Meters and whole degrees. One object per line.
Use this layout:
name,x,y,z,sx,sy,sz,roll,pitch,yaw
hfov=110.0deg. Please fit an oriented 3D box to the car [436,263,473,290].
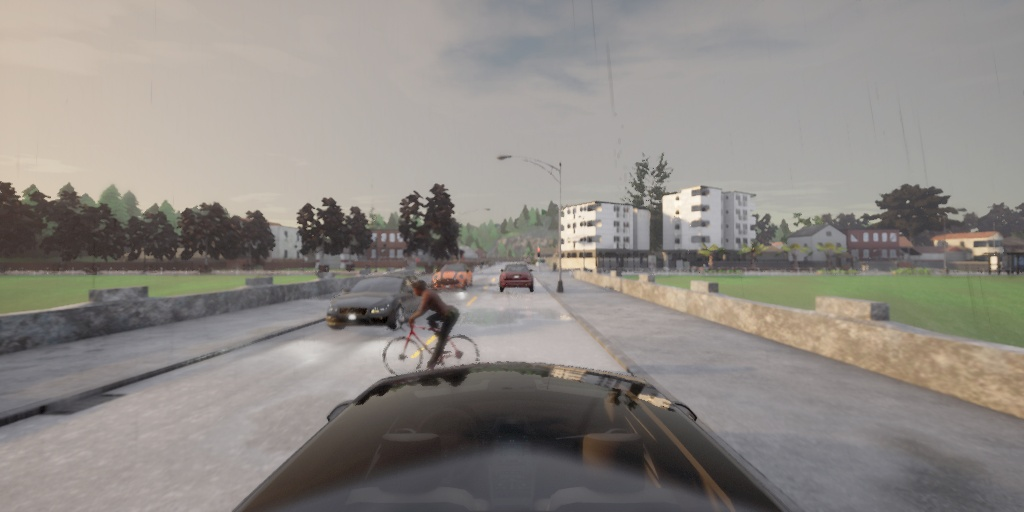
car,-3.879,1.302,24.012,2.097,1.767,4.553,0,0,1

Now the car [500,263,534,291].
car,0.298,1.301,23.734,2.097,1.767,4.553,0,0,1

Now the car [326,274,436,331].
car,-4.014,1.344,11.494,1.837,1.490,4.892,0,-1,1

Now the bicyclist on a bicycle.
bicyclist on a bicycle,-1.396,1.240,6.096,1.656,1.620,0.582,-2,-1,1
